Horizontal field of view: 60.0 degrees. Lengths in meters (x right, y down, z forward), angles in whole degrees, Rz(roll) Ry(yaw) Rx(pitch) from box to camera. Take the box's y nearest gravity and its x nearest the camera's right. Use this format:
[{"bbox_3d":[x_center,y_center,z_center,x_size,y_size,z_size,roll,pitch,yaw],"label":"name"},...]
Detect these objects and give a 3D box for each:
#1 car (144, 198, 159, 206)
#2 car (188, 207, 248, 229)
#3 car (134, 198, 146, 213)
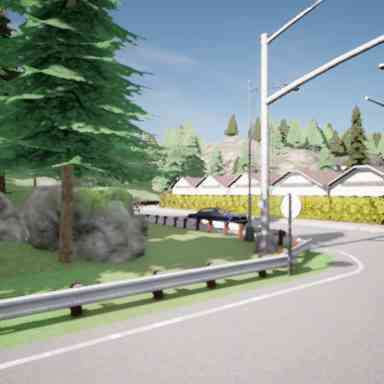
[{"bbox_3d":[-7.519,1.695,55.597,1.895,1.301,4.718,0,0,34],"label":"car"},{"bbox_3d":[1.777,1.750,22.995,1.895,1.301,4.718,0,0,-35],"label":"car"},{"bbox_3d":[-7.221,1.647,36.050,1.837,1.490,4.892,0,0,-34],"label":"car"}]
